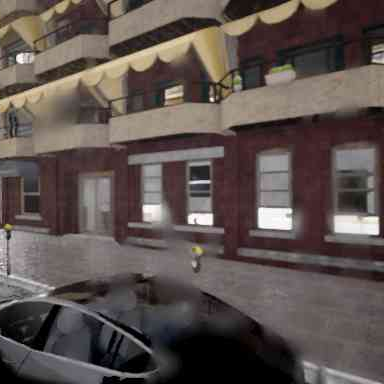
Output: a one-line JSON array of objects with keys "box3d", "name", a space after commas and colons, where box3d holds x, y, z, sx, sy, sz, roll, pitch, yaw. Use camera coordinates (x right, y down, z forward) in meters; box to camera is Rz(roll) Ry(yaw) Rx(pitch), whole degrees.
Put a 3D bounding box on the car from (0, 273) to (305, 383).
[{"box3d": [-1.032, 1.561, 3.468, 4.313, 1.339, 1.947, 0, -1, 36], "name": "car"}]
